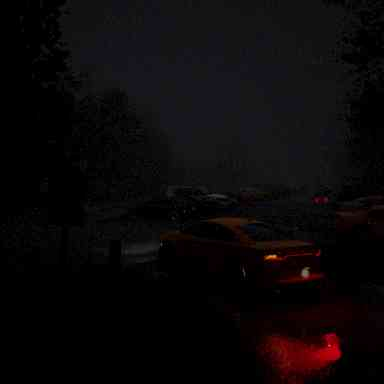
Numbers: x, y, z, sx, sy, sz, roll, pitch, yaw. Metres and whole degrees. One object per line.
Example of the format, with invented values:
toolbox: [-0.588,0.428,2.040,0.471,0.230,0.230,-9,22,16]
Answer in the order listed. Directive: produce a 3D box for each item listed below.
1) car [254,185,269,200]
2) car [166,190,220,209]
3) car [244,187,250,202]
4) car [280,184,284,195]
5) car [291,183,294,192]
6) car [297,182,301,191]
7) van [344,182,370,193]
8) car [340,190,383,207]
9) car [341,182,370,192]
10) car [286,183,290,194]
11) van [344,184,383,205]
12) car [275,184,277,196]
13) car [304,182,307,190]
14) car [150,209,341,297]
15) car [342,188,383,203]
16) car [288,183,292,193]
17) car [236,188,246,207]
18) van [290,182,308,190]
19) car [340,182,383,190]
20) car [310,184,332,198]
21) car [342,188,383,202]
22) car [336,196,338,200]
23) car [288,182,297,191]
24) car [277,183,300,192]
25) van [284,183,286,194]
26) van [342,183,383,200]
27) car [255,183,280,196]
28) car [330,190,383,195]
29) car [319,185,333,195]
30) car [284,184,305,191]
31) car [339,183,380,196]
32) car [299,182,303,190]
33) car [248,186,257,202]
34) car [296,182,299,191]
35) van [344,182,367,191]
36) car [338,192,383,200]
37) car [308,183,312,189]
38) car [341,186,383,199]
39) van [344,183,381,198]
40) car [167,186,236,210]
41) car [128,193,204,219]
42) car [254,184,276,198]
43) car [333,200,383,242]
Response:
car: [6.004,0.243,39.906,5.366,1.575,1.946,1,3,25]
car: [-0.811,0.916,24.589,5.008,1.535,2.097,1,3,25]
car: [2.659,0.585,32.153,4.892,1.521,2.231,1,3,25]
car: [10.771,-0.102,49.786,4.792,1.488,2.163,1,2,25]
car: [15.344,-0.450,59.900,4.792,1.488,2.163,1,2,25]
car: [18.834,-0.738,67.457,4.892,1.521,2.231,1,2,25]
van: [31.998,-0.848,64.485,4.442,1.987,1.878,1,2,25]
car: [16.815,0.595,31.731,4.792,1.488,2.163,1,3,25]
car: [35.328,-1.135,72.095,5.566,2.045,2.435,1,2,25]
car: [13.031,-0.277,54.856,4.792,1.488,2.163,1,2,25]
van: [18.152,0.229,34.289,4.442,1.987,1.878,1,3,25]
car: [8.426,0.051,44.755,4.892,1.521,2.231,1,3,25]
car: [23.461,-1.087,77.546,5.008,1.535,2.097,1,2,25]
car: [0.892,1.389,8.476,1.882,1.535,5.008,2,-1,-31]
car: [19.227,0.379,36.853,4.792,1.488,2.163,1,3,25]
car: [14.187,-0.363,57.378,4.792,1.488,2.163,1,2,25]
car: [1.665,0.695,29.557,5.366,1.575,1.946,1,3,25]
van: [29.135,-1.673,90.183,4.442,1.987,1.878,1,1,25]
car: [15.713,0.426,29.180,5.566,2.045,2.435,1,3,25]
car: [18.518,-0.022,47.225,2.128,1.511,4.902,1,2,25]
car: [20.327,0.284,39.250,4.792,1.488,2.163,1,2,25]
car: [11.045,1.149,19.154,4.792,1.488,2.163,1,3,25]
car: [16.358,-0.572,62.487,5.366,1.575,1.946,1,2,25]
car: [21.124,-1.039,72.508,4.553,1.767,2.185,1,2,25]
van: [12.007,-0.443,52.264,4.442,1.987,1.878,1,2,25]
van: [21.349,-0.065,41.798,4.442,1.987,1.878,1,2,24]
car: [9.617,-0.168,47.260,4.553,1.767,2.185,1,2,25]
car: [13.211,0.892,24.249,5.366,1.575,1.946,1,3,25]
car: [22.808,-0.358,56.581,1.882,1.535,5.008,1,2,25]
car: [24.625,-1.133,80.066,4.674,1.452,2.002,1,2,25]
car: [26.044,-0.439,51.845,5.566,2.045,2.435,1,2,25]
car: [19.828,-0.832,70.054,5.366,1.575,1.946,1,2,25]
car: [3.641,0.467,34.754,5.366,1.575,1.946,1,3,25]
car: [17.689,-0.651,64.929,4.892,1.521,2.231,1,2,25]
van: [36.614,-1.194,74.553,4.442,1.987,1.878,1,2,25]
car: [9.998,1.100,16.719,4.553,1.767,2.185,1,3,25]
car: [26.961,-1.597,85.090,5.566,2.045,2.435,1,2,25]
car: [22.612,0.073,44.290,5.008,1.535,2.097,1,2,25]
van: [23.867,-0.238,46.753,4.442,1.987,1.878,1,2,25]
car: [0.365,0.555,27.090,5.566,2.045,2.435,1,3,25]
car: [-1.999,1.056,22.083,4.792,1.488,2.163,1,3,25]
car: [7.447,0.149,42.162,5.366,1.575,1.946,1,3,25]
car: [8.811,1.335,14.222,5.008,1.535,2.097,1,3,25]
